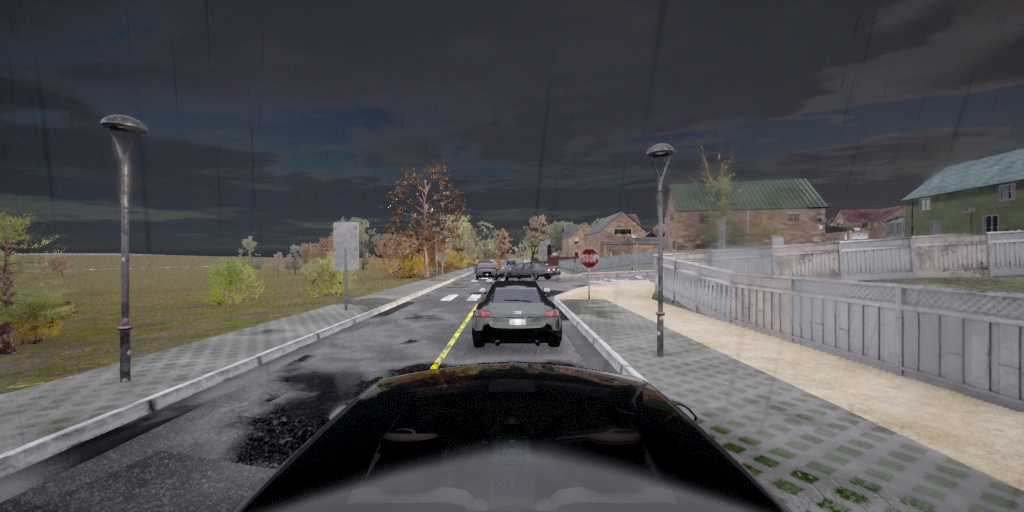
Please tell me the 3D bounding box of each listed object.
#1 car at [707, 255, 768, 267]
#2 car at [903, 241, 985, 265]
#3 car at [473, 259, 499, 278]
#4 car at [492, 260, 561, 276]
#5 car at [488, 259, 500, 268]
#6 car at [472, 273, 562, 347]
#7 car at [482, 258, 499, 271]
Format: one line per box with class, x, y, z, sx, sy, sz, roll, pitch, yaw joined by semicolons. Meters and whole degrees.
car;14.329;0.413;22.734;4.181;1.385;1.994;-3;0;16
car;23.836;-0.208;20.338;4.902;1.511;2.128;-3;0;14
car;-2.333;1.258;31.222;1.837;1.490;4.892;0;0;-8
car;1.263;1.198;28.320;5.357;1.411;2.033;-4;-3;43
car;-2.998;1.256;61.075;1.882;1.535;5.008;0;0;0
car;0.081;1.313;9.302;1.994;1.385;4.181;0;0;-1
car;-2.985;1.121;51.038;2.097;1.767;4.553;0;0;0
